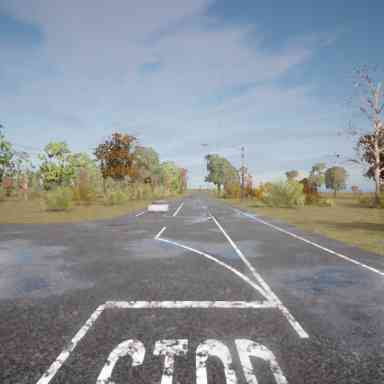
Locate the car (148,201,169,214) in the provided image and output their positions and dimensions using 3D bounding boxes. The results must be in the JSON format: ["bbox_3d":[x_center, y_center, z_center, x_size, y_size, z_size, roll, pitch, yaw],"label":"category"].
[{"bbox_3d":[-3.445,1.580,34.768,1.895,1.301,4.718,0,0,0],"label":"car"}]
